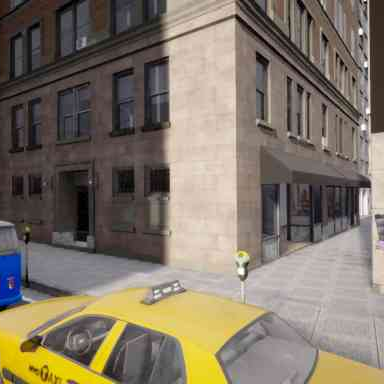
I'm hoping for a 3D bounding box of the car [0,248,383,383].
[{"bbox_3d":[-0.473,1.526,3.198,4.829,1.417,1.752,0,-1,36],"label":"car"}]

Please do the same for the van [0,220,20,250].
[{"bbox_3d":[-4.946,1.342,6.404,3.998,1.788,1.690,0,-1,36],"label":"van"}]
